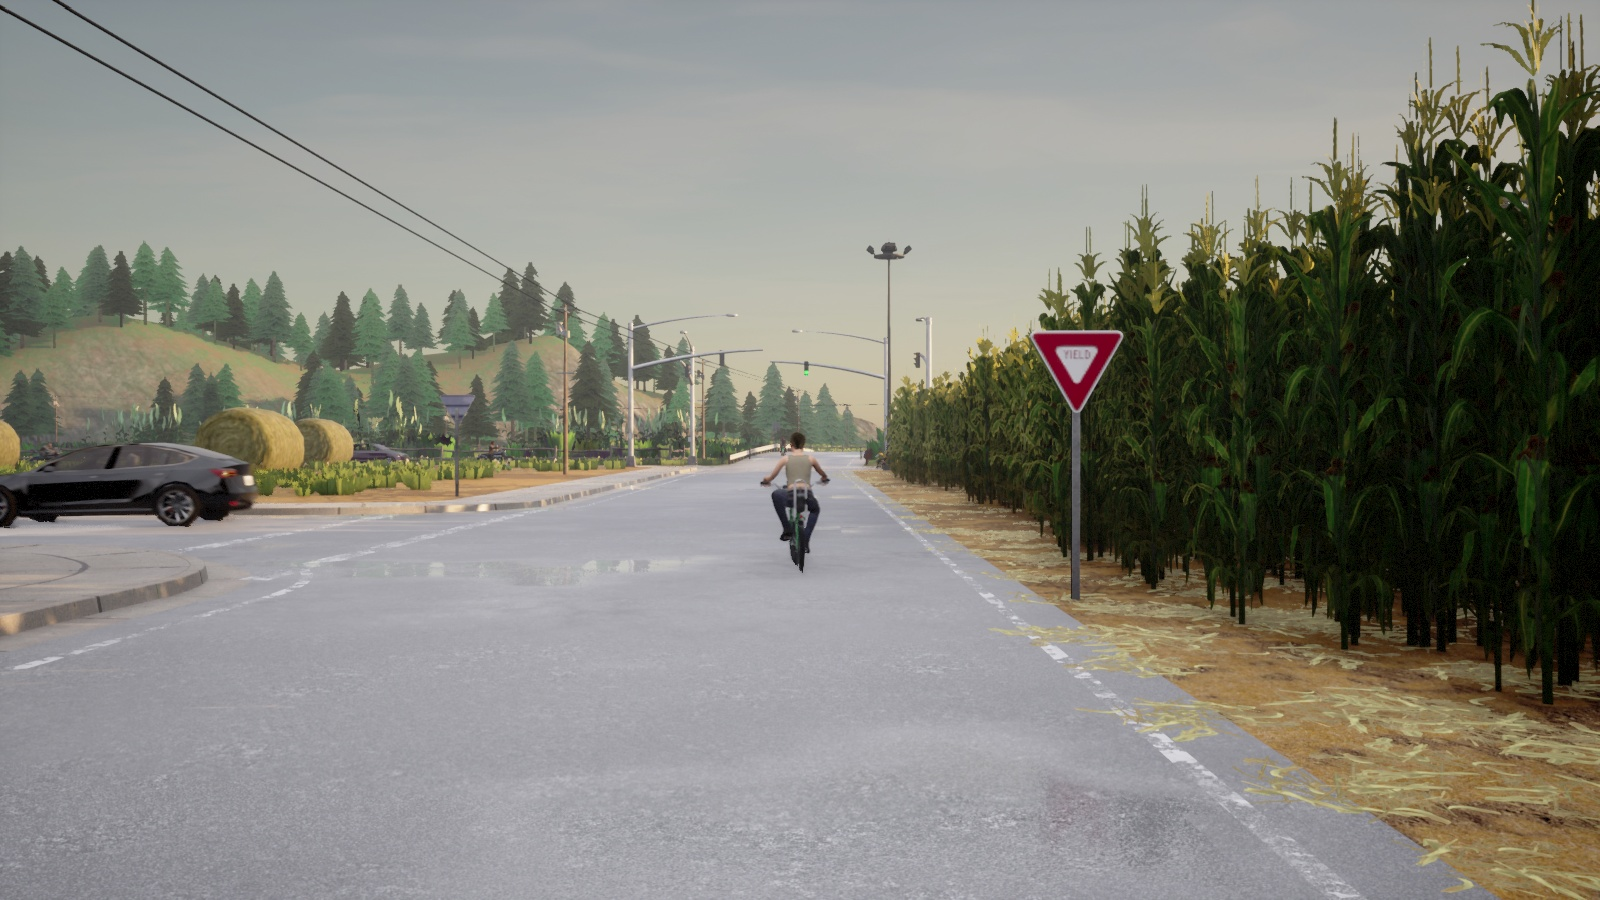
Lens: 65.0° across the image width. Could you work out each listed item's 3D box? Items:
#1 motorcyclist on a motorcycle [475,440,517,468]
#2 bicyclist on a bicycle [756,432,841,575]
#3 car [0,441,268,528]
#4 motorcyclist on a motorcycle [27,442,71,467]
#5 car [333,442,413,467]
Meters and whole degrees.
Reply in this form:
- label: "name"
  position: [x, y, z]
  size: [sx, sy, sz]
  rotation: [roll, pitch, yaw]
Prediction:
- label: "motorcyclist on a motorcycle"
  position: [-18.294, 0.220, 75.628]
  size: [2.350, 1.649, 0.766]
  rotation: [0, 0, 3]
- label: "bicyclist on a bicycle"
  position: [-0.038, 0.596, 14.983]
  size: [0.866, 1.612, 1.509]
  rotation: [-1, 1, -5]
- label: "car"
  position: [-12.457, 0.581, 22.713]
  size: [4.792, 1.488, 2.163]
  rotation: [0, 0, -6]
- label: "motorcyclist on a motorcycle"
  position: [-46.163, 0.273, 77.223]
  size: [2.191, 1.530, 0.866]
  rotation: [0, 0, 3]
- label: "car"
  position: [-25.853, 0.275, 76.062]
  size: [4.193, 1.474, 1.816]
  rotation: [0, 0, 3]
